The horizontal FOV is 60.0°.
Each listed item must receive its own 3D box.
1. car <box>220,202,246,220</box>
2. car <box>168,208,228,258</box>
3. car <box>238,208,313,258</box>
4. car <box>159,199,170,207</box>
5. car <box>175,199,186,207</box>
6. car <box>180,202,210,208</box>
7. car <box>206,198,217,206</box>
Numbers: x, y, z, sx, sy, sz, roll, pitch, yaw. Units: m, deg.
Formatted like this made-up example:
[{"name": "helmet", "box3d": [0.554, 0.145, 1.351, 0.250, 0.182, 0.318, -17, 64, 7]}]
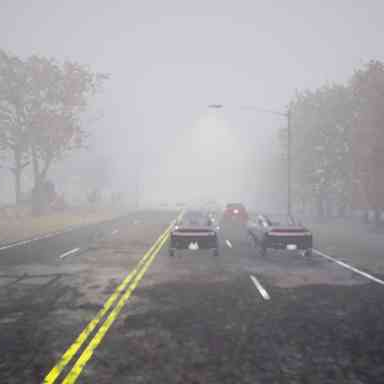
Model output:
[{"name": "car", "box3d": [3.519, 1.626, 28.310, 2.097, 1.767, 4.553, 0, -1, 1]}, {"name": "car", "box3d": [0.089, 1.629, 13.461, 2.128, 1.511, 4.902, 0, 0, 1]}, {"name": "car", "box3d": [3.340, 1.629, 13.440, 2.128, 1.511, 4.902, 0, 0, 1]}, {"name": "car", "box3d": [-5.361, 2.091, 65.118, 1.837, 1.490, 4.892, 0, 0, 2]}, {"name": "car", "box3d": [-2.114, 2.150, 64.995, 1.994, 1.385, 4.181, 0, 0, 2]}, {"name": "car", "box3d": [0.272, 1.841, 28.500, 1.994, 1.385, 4.181, 0, 0, 1]}, {"name": "car", "box3d": [4.007, 1.978, 69.293, 2.097, 1.767, 4.553, 0, 0, 2]}]
